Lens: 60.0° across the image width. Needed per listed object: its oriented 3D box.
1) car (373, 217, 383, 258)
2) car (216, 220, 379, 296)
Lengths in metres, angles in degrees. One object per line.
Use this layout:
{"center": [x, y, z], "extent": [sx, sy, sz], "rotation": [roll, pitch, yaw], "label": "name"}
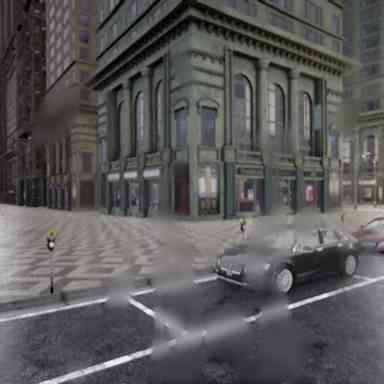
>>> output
{"center": [6.999, 1.530, 11.620], "extent": [4.206, 1.307, 1.802], "rotation": [0, 0, -35], "label": "car"}
{"center": [2.588, 1.521, 8.484], "extent": [4.403, 1.369, 2.008], "rotation": [0, 0, -35], "label": "car"}
